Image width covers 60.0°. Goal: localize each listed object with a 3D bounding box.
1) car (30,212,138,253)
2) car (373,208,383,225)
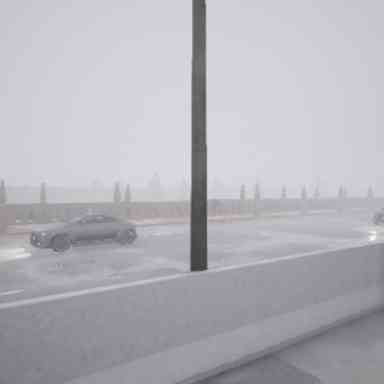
[{"bbox_3d":[-4.365,1.563,13.775,4.181,1.385,1.994,0,0,-35],"label":"car"},{"bbox_3d":[14.373,1.478,22.841,5.008,1.535,1.882,0,0,-35],"label":"car"}]
